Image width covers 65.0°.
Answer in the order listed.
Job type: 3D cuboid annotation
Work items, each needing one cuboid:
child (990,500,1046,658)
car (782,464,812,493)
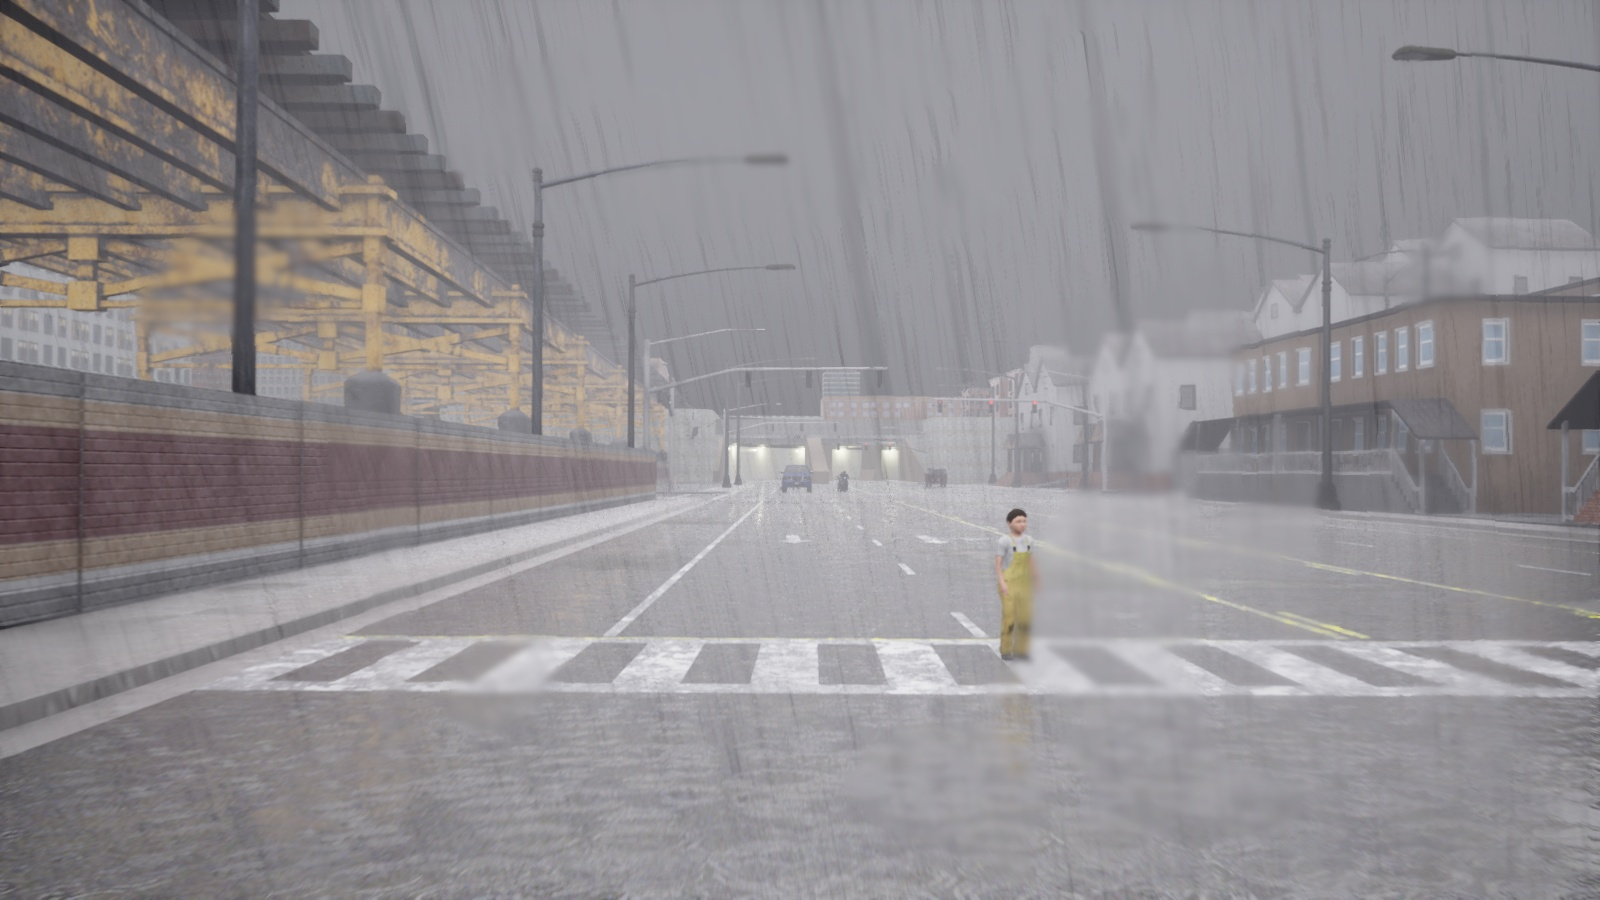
[{"bbox_3d":[1.792,1.046,10.340,0.270,1.263,0.437,0,-1,-18],"label":"child"},{"bbox_3d":[-0.210,2.106,93.879,2.150,2.045,5.566,0,-1,0],"label":"car"}]
